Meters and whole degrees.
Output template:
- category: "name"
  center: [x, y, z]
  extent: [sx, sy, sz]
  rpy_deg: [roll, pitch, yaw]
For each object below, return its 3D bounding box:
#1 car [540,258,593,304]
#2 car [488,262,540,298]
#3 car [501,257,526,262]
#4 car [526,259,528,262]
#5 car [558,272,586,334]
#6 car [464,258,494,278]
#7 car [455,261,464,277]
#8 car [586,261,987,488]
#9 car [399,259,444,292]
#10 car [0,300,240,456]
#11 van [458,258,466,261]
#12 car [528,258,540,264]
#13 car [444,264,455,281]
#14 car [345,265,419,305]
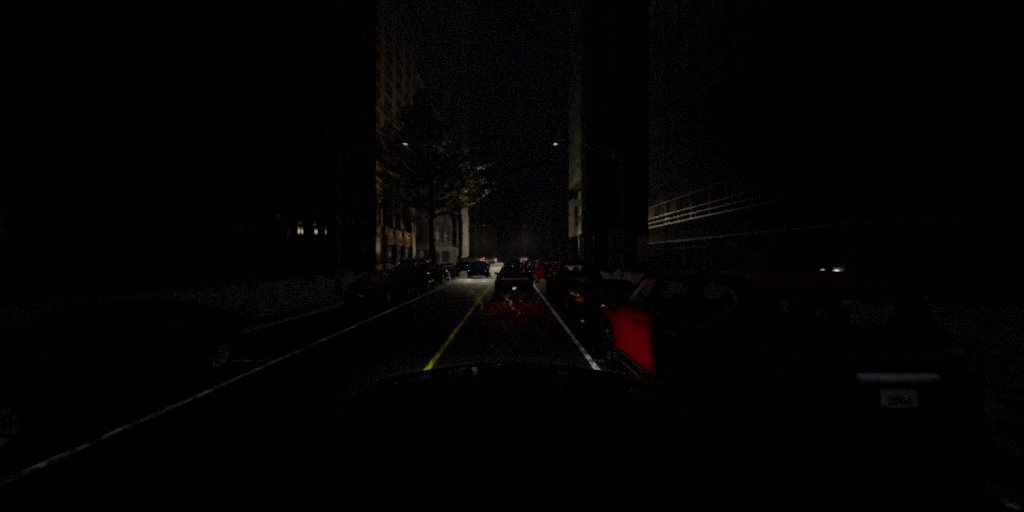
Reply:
- category: "car"
  center: [2.672, 1.074, 16.138]
  extent: [2.192, 1.841, 5.009]
  rpy_deg: [0, 0, 0]
- category: "car"
  center: [0.104, 1.254, 18.706]
  extent: [2.128, 1.511, 4.902]
  rpy_deg: [0, 0, 0]
- category: "car"
  center: [0.113, 1.141, 39.948]
  extent: [2.097, 1.767, 4.553]
  rpy_deg: [0, 0, 0]
- category: "car"
  center: [2.680, 1.383, 44.330]
  extent: [1.802, 1.307, 4.207]
  rpy_deg: [0, 0, 0]
- category: "car"
  center: [2.670, 1.321, 10.499]
  extent: [1.948, 1.339, 4.313]
  rpy_deg: [0, 0, 0]
- category: "car"
  center: [-3.084, 1.254, 34.116]
  extent: [1.882, 1.535, 5.008]
  rpy_deg: [0, 0, 0]
- category: "car"
  center: [-5.849, 1.357, 33.067]
  extent: [1.802, 1.307, 4.207]
  rpy_deg: [0, 0, 0]
- category: "car"
  center: [2.669, 1.066, 4.861]
  extent: [2.192, 1.841, 5.009]
  rpy_deg: [0, 0, 0]
- category: "car"
  center: [-5.852, 1.079, 21.789]
  extent: [2.192, 1.841, 5.009]
  rpy_deg: [0, 0, 0]
- category: "car"
  center: [-5.857, 1.318, 4.870]
  extent: [1.948, 1.339, 4.313]
  rpy_deg: [0, 0, 0]
- category: "van"
  center: [-5.845, 1.143, 44.345]
  extent: [1.690, 1.789, 3.998]
  rpy_deg: [0, 0, 0]
- category: "car"
  center: [2.675, 1.083, 27.417]
  extent: [2.192, 1.841, 5.009]
  rpy_deg: [0, 0, 0]
- category: "car"
  center: [-5.850, 1.335, 27.429]
  extent: [1.948, 1.339, 4.313]
  rpy_deg: [0, 0, 0]
- category: "car"
  center: [-5.854, 1.305, 16.149]
  extent: [1.888, 1.381, 4.507]
  rpy_deg: [0, 0, 0]
